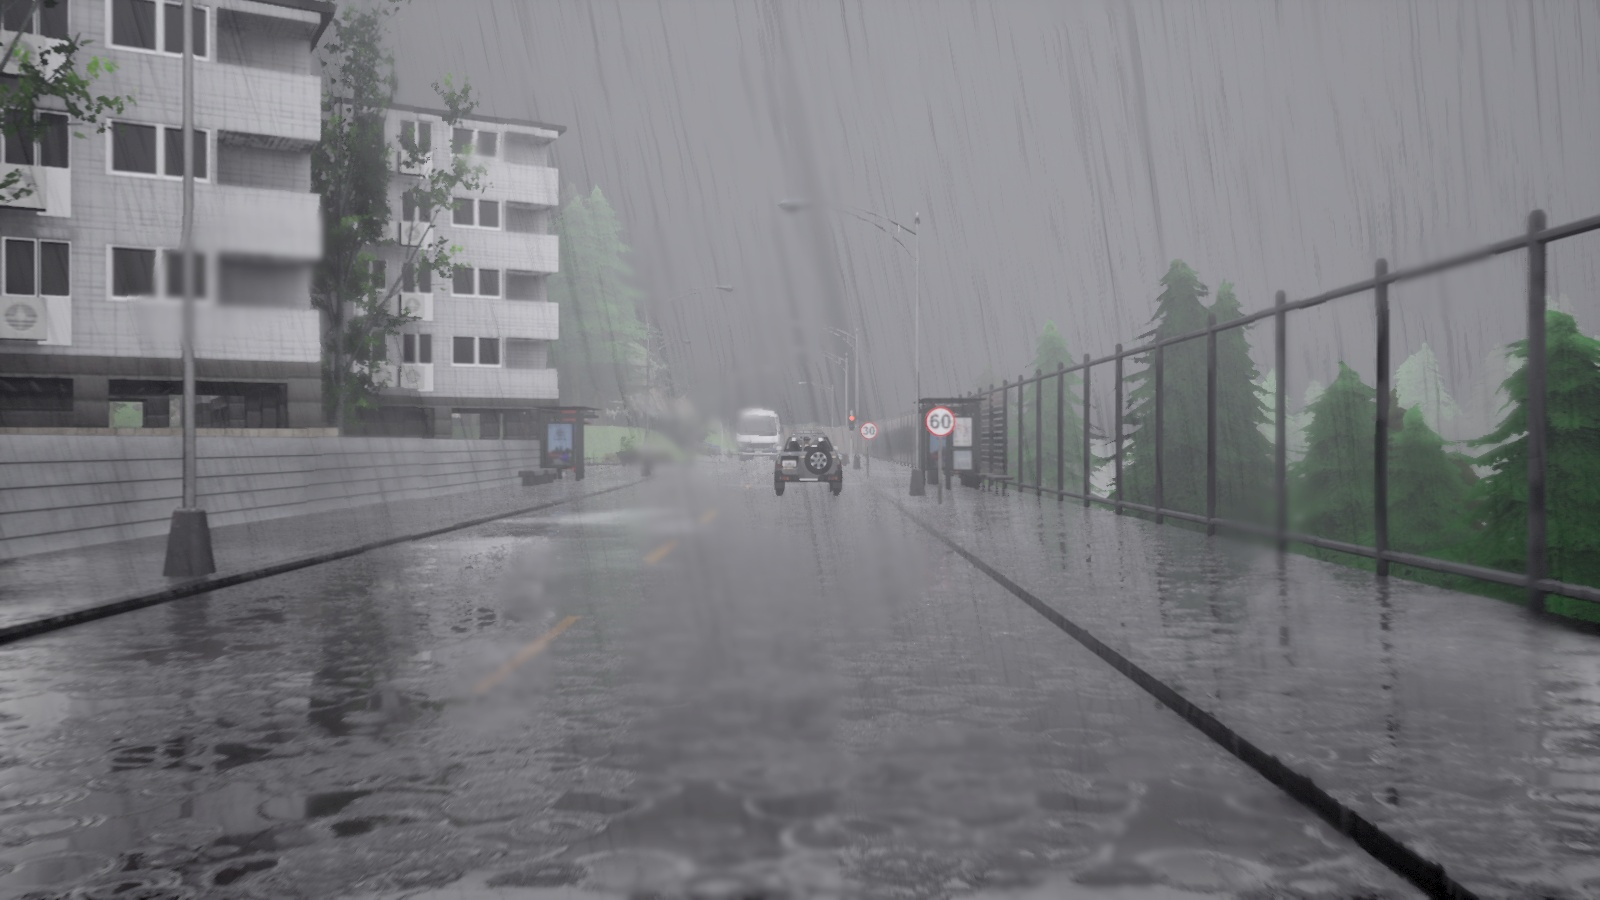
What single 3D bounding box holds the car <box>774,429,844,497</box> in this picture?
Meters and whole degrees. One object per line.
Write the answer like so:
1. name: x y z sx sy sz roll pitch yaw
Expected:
1. car: 0.217 0.354 37.052 1.932 1.855 4.605 0 0 -1
